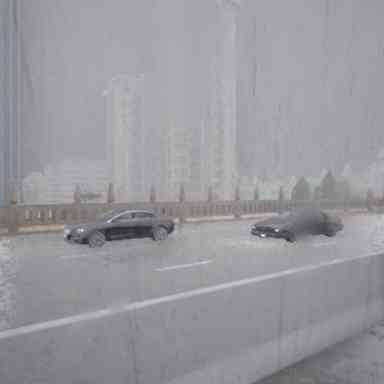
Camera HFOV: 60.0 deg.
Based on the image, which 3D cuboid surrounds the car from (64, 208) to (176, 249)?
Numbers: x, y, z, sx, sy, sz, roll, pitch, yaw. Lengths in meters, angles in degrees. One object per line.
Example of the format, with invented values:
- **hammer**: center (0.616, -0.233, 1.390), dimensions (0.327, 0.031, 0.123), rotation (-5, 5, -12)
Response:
- **car**: center (-3.053, 1.494, 14.710), dimensions (4.902, 1.511, 2.128), rotation (0, 0, -35)

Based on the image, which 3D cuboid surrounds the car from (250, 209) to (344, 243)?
- **car**: center (5.339, 1.554, 16.396), dimensions (5.357, 1.411, 2.033), rotation (0, 0, -35)
